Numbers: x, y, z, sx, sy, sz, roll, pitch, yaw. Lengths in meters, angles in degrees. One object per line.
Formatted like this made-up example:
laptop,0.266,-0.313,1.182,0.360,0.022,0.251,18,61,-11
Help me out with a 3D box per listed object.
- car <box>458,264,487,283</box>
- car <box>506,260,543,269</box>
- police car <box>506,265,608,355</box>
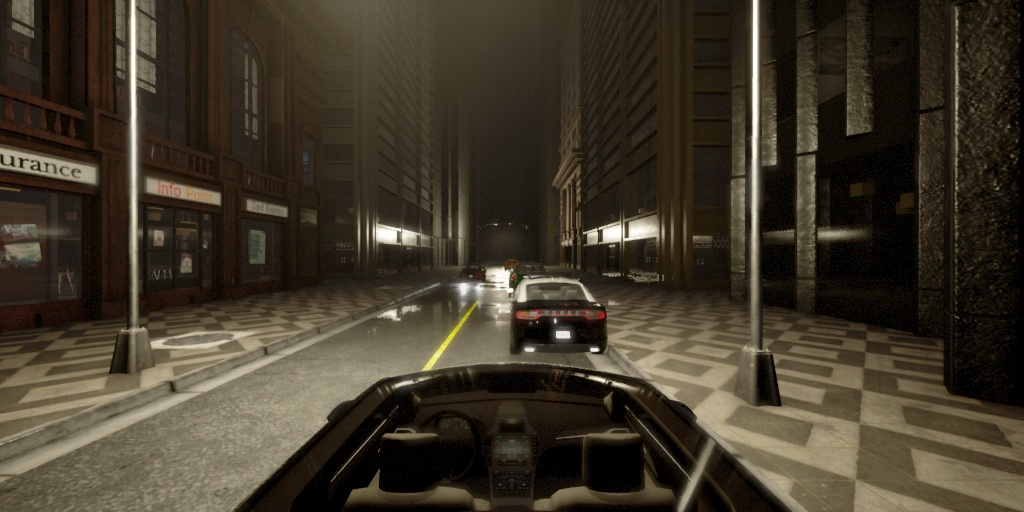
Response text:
car,-3.034,1.332,28.523,1.994,1.385,4.181,0,0,0
car,0.878,1.109,18.728,2.097,1.767,4.553,0,0,0
police car,0.891,1.177,8.867,1.930,1.638,5.238,0,0,0
